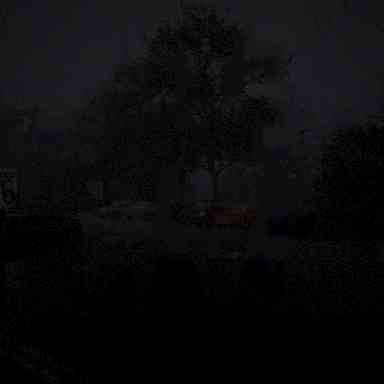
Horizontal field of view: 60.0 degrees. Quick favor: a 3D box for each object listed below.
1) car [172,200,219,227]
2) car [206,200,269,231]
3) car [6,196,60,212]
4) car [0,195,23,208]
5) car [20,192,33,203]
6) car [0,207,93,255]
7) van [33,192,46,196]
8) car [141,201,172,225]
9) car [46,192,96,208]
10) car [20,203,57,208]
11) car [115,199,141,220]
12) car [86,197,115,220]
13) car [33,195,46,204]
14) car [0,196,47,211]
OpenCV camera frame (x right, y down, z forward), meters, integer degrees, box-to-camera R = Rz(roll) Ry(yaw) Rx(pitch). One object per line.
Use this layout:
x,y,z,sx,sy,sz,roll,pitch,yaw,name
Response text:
1.071,1.362,23.079,2.185,1.767,4.553,1,1,35,car
3.312,1.521,21.450,2.097,1.535,5.008,1,1,35,car
-17.024,1.255,35.870,2.163,1.488,4.792,1,0,35,car
-23.714,1.177,40.572,2.097,1.535,5.008,0,0,35,car
-10.913,1.180,15.529,2.435,2.045,5.566,1,1,35,car
-6.415,1.529,12.279,2.163,1.488,4.792,1,1,35,car
-14.709,1.028,34.341,1.878,1.987,4.442,1,0,35,van
-1.125,1.485,24.557,2.163,1.488,4.792,1,1,35,car
-10.135,1.069,30.999,2.435,2.045,5.566,1,1,35,car
-8.662,1.465,13.910,2.097,1.535,5.008,1,1,35,car
-3.372,1.461,26.178,2.002,1.452,4.674,1,1,35,car
-5.739,1.385,27.628,1.946,1.575,5.366,1,1,35,car
-12.432,1.316,32.553,2.163,1.488,4.792,1,1,35,car
-19.179,1.234,37.394,2.163,1.488,4.792,0,0,35,car
